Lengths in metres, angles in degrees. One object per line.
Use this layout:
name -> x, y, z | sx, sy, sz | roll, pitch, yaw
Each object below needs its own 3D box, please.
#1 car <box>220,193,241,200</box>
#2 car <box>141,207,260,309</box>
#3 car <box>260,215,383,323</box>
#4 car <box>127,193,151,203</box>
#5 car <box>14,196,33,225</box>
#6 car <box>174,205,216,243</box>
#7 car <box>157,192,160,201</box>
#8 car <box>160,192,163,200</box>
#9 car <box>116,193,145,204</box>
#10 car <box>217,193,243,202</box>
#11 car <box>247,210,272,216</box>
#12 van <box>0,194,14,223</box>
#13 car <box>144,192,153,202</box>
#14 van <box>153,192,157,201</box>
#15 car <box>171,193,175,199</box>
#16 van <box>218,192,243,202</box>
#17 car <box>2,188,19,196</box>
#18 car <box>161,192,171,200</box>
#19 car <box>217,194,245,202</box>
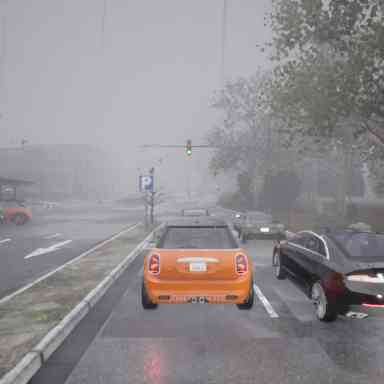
car -> 9.384, 1.127, 81.249 | 4.553, 1.767, 2.185 | 1, 0, -12
car -> 0.104, 1.363, 8.062 | 2.097, 1.767, 4.553 | 0, 0, 0
car -> 3.103, 1.501, 7.190 | 2.128, 1.511, 4.902 | 0, 0, 0
car -> -10.767, 1.194, 66.911 | 4.553, 1.767, 2.185 | -1, 0, -14
car -> -13.649, 1.402, 23.158 | 4.553, 1.767, 2.185 | -1, 0, -19
car -> 0.155, 1.531, 17.215 | 1.837, 1.490, 4.892 | 0, 0, 1
car -> -10.079, 1.319, 72.923 | 4.892, 1.521, 2.231 | -1, 0, -14
car -> -9.709, 1.357, 75.919 | 4.674, 1.452, 2.002 | -1, 0, -13
car -> -11.500, 1.356, 60.967 | 4.792, 1.488, 2.163 | -1, 0, -15
car -> 7.606, 1.140, 66.548 | 4.553, 1.767, 2.185 | 1, 0, -14
car -> 3.147, 1.588, 16.243 | 1.994, 1.385, 4.181 | 0, 0, 1
van -> -13.621, 1.296, 20.181 | 4.442, 1.987, 1.878 | -1, 0, -20
car -> -10.858, 1.313, 63.959 | 5.366, 1.575, 1.946 | -1, 0, -15
van -> -10.304, 1.091, 69.952 | 4.442, 1.987, 1.878 | -1, 0, -14
car -> -8.083, 1.063, 87.910 | 5.566, 2.045, 2.435 | -1, 0, -12
van -> 7.225, 1.041, 63.578 | 4.442, 1.987, 1.878 | 1, 0, -14
car -> -28.212, 0.135, 51.820 | 2.002, 1.452, 4.674 | 6, -3, -19
car -> -8.530, 1.355, 84.904 | 4.674, 1.452, 2.002 | -1, 0, -12
car -> 8.139, 1.262, 69.542 | 5.366, 1.575, 1.946 | 1, 0, -13
